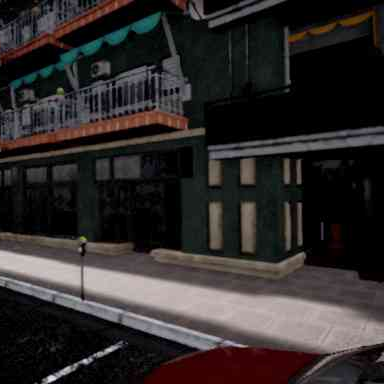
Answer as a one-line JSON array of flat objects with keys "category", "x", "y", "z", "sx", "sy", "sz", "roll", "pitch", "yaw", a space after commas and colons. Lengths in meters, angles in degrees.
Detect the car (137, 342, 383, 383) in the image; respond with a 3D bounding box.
[{"category": "car", "x": 1.364, "y": 1.580, "z": 1.753, "sx": 4.206, "sy": 1.307, "sz": 1.802, "roll": -1, "pitch": -1, "yaw": 36}]
